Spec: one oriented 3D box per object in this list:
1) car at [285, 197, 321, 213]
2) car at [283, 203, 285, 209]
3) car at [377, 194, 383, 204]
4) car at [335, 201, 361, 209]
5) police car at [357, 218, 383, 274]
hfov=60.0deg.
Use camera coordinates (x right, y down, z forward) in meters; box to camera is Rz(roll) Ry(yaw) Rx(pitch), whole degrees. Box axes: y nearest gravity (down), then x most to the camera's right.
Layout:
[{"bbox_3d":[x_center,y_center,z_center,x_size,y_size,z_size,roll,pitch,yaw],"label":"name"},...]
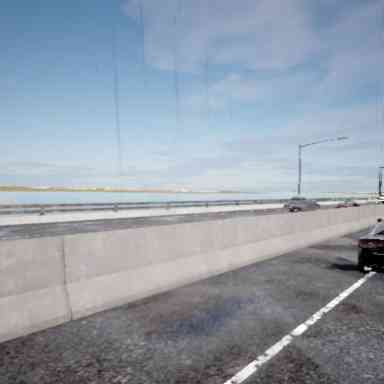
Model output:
[{"bbox_3d":[12.945,1.632,37.741,2.033,1.411,5.357,1,0,41],"label":"car"},{"bbox_3d":[13.993,1.434,44.324,2.097,1.767,4.553,1,0,41],"label":"car"},{"bbox_3d":[40.222,1.460,68.959,2.150,2.045,5.566,1,0,41],"label":"car"},{"bbox_3d":[18.046,1.714,38.306,1.994,1.385,4.181,1,0,41],"label":"car"},{"bbox_3d":[6.517,1.489,10.003,1.930,1.638,5.238,1,0,40],"label":"police car"}]
